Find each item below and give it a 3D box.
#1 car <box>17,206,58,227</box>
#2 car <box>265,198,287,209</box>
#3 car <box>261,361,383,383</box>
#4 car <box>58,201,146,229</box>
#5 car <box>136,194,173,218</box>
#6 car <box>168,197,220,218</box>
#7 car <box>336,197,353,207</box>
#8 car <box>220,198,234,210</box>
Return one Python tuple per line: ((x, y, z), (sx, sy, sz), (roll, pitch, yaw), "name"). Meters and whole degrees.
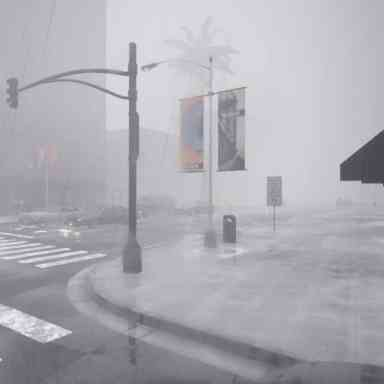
((-9.356, 1.615, 22.989), (1.895, 1.301, 4.718), (0, 0, 35), "car")
((12.108, 1.577, 47.636), (2.128, 1.511, 4.902), (0, 0, 36), "car")
((2.173, 1.551, 1.296), (4.403, 1.369, 2.008), (0, 0, 36), "car")
((-5.836, 1.568, 22.328), (2.033, 1.411, 5.357), (0, 0, 35), "car")
((-3.720, 1.252, 30.963), (2.150, 2.045, 5.566), (0, 0, 35), "car")
((0.327, 1.517, 31.057), (1.882, 1.535, 5.008), (0, 0, 35), "car")
((24.756, 1.620, 54.043), (2.128, 1.511, 4.902), (0, 0, 35), "car")
((3.375, 1.533, 40.990), (1.882, 1.535, 5.008), (0, 0, 35), "car")
